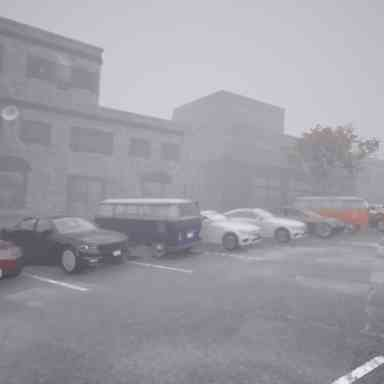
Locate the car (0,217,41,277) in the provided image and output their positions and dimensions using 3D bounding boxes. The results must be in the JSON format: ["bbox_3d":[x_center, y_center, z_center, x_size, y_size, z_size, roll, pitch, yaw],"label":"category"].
[{"bbox_3d":[-6.491,1.504,8.930,4.792,1.488,2.163,-1,-1,35],"label":"car"}]

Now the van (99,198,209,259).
[{"bbox_3d":[-1.836,1.228,12.411,4.442,1.987,1.878,-1,0,35],"label":"van"}]

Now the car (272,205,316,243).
[{"bbox_3d":[3.051,1.493,15.747,4.674,1.452,2.002,-1,-1,35],"label":"car"}]

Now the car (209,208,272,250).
[{"bbox_3d":[0.654,1.490,14.047,4.674,1.452,2.002,-1,-1,35],"label":"car"}]

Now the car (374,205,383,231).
[{"bbox_3d":[10.225,1.541,20.816,5.008,1.535,2.097,-1,-2,35],"label":"car"}]

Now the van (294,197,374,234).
[{"bbox_3d":[7.738,1.268,19.192,4.442,1.987,1.878,-1,-1,35],"label":"van"}]

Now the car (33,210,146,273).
[{"bbox_3d":[-4.134,1.460,10.650,5.008,1.535,2.097,-1,-1,35],"label":"car"}]

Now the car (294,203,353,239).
[{"bbox_3d":[5.465,1.493,17.415,4.792,1.488,2.163,-1,-1,35],"label":"car"}]
